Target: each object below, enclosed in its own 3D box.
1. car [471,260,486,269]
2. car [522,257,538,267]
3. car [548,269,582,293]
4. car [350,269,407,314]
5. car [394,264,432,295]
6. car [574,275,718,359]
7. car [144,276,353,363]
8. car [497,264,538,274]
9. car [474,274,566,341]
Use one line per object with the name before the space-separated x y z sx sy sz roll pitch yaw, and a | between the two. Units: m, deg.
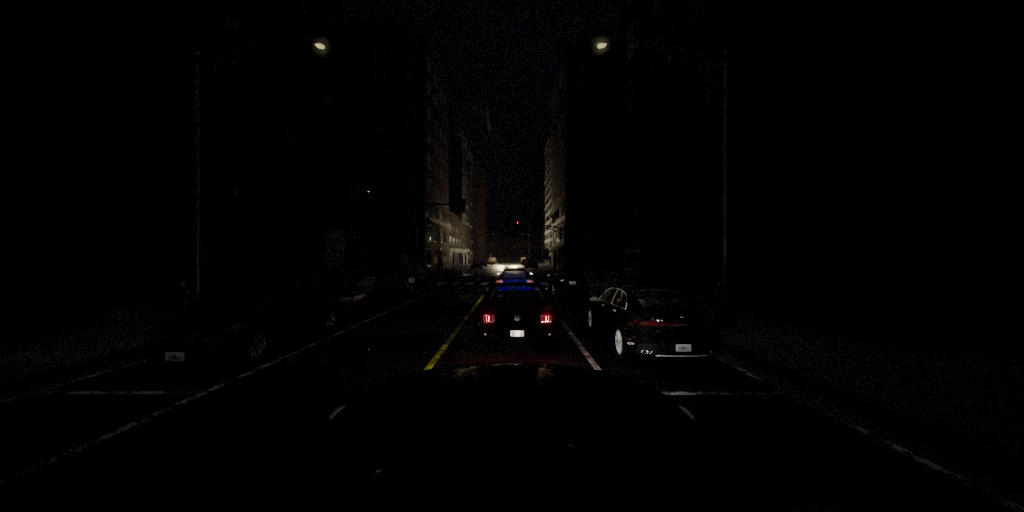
car | -5.477 1.368 56.301 1.802 1.307 4.207 0 0 0
car | 3.048 1.226 56.264 1.967 1.591 4.097 0 0 0
car | 2.907 1.316 19.175 1.948 1.339 4.313 0 0 0
car | -5.635 1.332 13.698 1.802 1.307 4.207 0 0 0
car | -5.619 1.190 19.200 1.967 1.591 4.097 0 0 0
car | 2.875 1.300 8.172 2.007 1.370 4.403 0 0 0
car | -5.650 1.315 8.197 1.948 1.339 4.313 0 0 0
car | 0.145 1.315 18.556 1.994 1.385 4.181 0 0 1
car | 0.118 1.351 9.797 1.895 1.301 4.718 0 0 0
